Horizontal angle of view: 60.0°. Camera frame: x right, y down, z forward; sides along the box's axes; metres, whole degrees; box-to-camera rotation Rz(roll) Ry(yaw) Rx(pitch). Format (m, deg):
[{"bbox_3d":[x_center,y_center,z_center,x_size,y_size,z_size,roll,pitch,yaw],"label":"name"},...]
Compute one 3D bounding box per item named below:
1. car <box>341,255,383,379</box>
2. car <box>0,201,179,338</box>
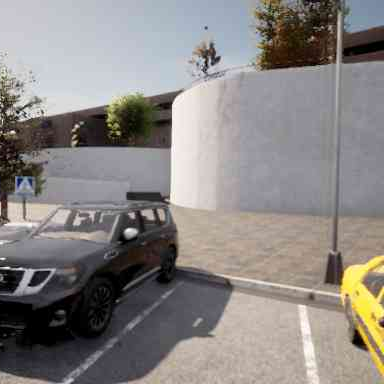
[{"bbox_3d":[2.879,1.482,3.534,1.946,1.575,5.366,1,-1,15],"label":"car"},{"bbox_3d":[-1.966,1.237,7.166,2.435,2.045,5.566,1,0,15],"label":"car"}]
